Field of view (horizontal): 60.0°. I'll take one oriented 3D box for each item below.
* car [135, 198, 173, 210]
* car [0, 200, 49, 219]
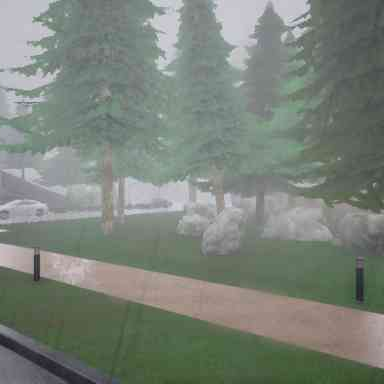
[{"bbox_3d":[-4.535,1.392,40.757,2.033,1.411,5.357,0,0,36],"label":"car"},{"bbox_3d":[-14.210,1.364,27.361,1.812,1.442,4.674,0,0,35],"label":"car"}]
